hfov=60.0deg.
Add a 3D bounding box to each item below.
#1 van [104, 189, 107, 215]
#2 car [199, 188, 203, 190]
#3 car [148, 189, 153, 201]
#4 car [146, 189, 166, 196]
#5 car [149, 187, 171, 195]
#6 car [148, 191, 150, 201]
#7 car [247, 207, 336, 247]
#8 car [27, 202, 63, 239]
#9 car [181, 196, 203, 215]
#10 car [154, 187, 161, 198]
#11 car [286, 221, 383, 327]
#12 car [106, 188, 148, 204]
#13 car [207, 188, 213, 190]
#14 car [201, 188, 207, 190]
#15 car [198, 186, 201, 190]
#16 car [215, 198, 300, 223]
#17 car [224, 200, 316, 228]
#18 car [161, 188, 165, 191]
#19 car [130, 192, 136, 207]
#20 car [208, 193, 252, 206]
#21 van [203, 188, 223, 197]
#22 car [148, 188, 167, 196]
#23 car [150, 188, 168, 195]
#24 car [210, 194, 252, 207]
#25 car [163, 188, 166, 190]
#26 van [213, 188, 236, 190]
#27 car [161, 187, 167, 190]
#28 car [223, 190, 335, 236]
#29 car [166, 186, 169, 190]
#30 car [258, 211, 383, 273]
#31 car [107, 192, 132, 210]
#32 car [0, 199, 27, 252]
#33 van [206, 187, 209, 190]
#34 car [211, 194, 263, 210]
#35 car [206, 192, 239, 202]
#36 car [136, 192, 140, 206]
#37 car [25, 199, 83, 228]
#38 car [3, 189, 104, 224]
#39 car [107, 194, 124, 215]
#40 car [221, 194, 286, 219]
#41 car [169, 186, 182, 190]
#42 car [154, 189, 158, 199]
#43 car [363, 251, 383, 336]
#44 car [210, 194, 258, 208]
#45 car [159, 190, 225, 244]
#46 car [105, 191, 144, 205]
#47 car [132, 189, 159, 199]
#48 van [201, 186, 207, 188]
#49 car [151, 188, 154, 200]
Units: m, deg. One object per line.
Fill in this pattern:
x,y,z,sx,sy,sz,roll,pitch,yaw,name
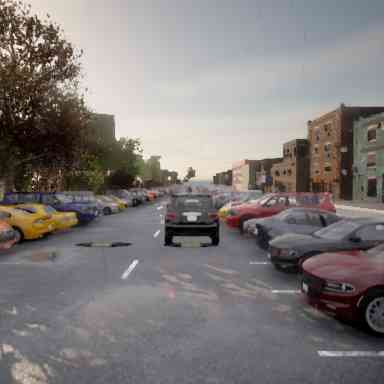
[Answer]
-8.423,0.986,22.665,4.442,1.987,1.878,0,1,0,van
4.355,0.479,64.450,5.366,1.575,1.946,0,1,0,car
-8.534,0.786,47.730,5.008,1.535,2.097,0,1,0,car
-8.508,0.092,78.357,4.553,1.767,2.185,0,1,0,car
-8.568,-0.245,89.493,5.566,2.045,2.435,0,1,0,car
-8.542,0.874,44.946,4.674,1.452,2.002,0,1,0,car
4.569,1.421,11.572,4.792,1.488,2.163,0,1,0,car
-8.534,1.352,14.192,5.008,1.535,2.097,0,1,0,car
0.000,1.151,29.644,1.812,1.442,4.674,0,1,0,car
-8.511,0.384,56.080,5.566,2.045,2.435,0,1,0,car
4.546,1.450,5.995,5.008,1.535,2.097,0,0,0,car
-8.511,0.681,39.373,5.566,2.045,2.435,0,1,0,car
4.572,0.709,44.967,4.553,1.767,2.185,0,1,0,car
4.534,0.535,61.667,4.892,1.521,2.231,0,1,0,car
4.569,0.073,72.794,5.566,2.045,2.435,0,1,0,car
4.355,1.209,22.705,5.366,1.575,1.946,0,1,0,car
4.546,1.258,19.923,5.008,1.535,2.097,0,1,0,car
-8.509,0.458,67.222,4.792,1.488,2.163,0,1,0,car
-8.546,1.027,33.808,4.892,1.521,2.231,0,1,0,car
4.726,0.881,42.186,5.366,1.575,1.946,0,1,0,car
4.657,0.048,75.452,4.442,1.987,1.878,0,1,0,van
-8.570,-0.011,83.801,4.553,1.767,2.185,0,1,0,car
-8.570,-0.064,86.586,4.553,1.767,2.185,0,1,0,car
4.538,0.973,39.404,4.674,1.452,2.002,0,1,0,car
-8.545,0.376,70.007,5.008,1.535,2.097,0,1,0,car
4.424,0.848,31.051,4.442,1.987,1.878,0,1,0,van
-8.725,0.323,72.666,5.366,1.575,1.946,0,1,0,car
4.512,1.053,17.136,5.566,2.045,2.435,0,1,0,car
-8.567,0.022,75.446,5.566,2.045,2.435,0,1,0,car
4.545,1.425,8.785,5.008,1.535,2.097,0,1,0,car
-8.545,1.073,31.023,5.008,1.535,2.097,0,1,0,car
-8.571,1.267,11.405,4.553,1.767,2.185,0,1,0,car
4.658,0.562,47.685,4.442,1.987,1.878,0,1,0,van
4.535,1.027,33.837,5.008,1.535,2.097,0,1,0,car
4.570,0.766,50.536,4.792,1.488,2.163,0,1,0,car
-8.568,1.009,36.590,4.792,1.488,2.163,0,1,0,car
-8.725,1.301,17.100,5.366,1.575,1.946,0,1,0,car
-8.511,1.007,19.880,5.566,2.045,2.435,0,1,0,car
-8.542,1.160,28.239,4.674,1.452,2.002,0,1,0,car
4.572,1.043,25.361,4.553,1.767,2.185,0,1,0,car
-3.499,-0.059,76.644,2.150,2.045,5.566,0,1,0,car
-8.544,0.686,53.298,5.008,1.535,2.097,0,1,0,car
4.537,1.507,3.206,4.674,1.452,2.002,0,0,0,car
4.546,0.980,36.620,5.008,1.535,2.097,0,1,0,car
0.000,1.073,14.682,2.150,2.045,5.566,0,-1,0,car
-8.508,0.758,42.159,4.553,1.767,2.185,0,1,0,car
-8.571,0.407,61.651,4.553,1.767,2.185,0,1,0,car
4.657,0.152,70.011,4.442,1.987,1.878,0,1,0,van
-8.507,0.611,50.511,4.553,1.767,2.185,0,1,0,car
